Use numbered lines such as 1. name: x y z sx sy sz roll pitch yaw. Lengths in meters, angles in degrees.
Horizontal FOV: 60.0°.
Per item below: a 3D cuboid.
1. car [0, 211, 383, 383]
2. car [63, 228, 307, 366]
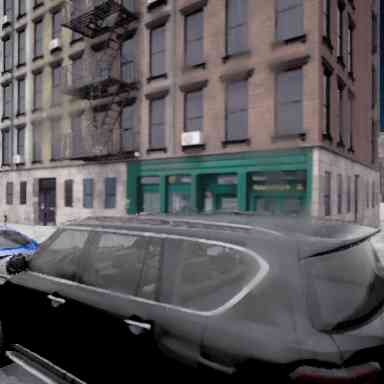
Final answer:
1. car: -0.594 1.249 3.981 5.566 2.045 2.150 0 0 38
2. car: -0.313 1.595 6.443 4.403 1.369 2.008 0 0 36
